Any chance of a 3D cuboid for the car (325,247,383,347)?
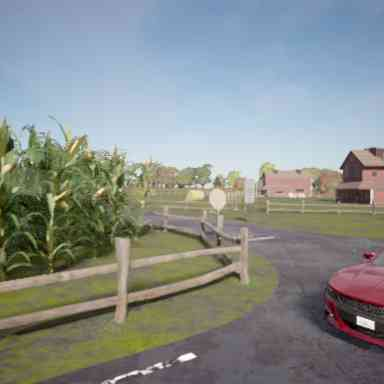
[{"bbox_3d":[4.453,1.559,5.991,5.008,1.535,1.882,1,0,-34],"label":"car"}]
